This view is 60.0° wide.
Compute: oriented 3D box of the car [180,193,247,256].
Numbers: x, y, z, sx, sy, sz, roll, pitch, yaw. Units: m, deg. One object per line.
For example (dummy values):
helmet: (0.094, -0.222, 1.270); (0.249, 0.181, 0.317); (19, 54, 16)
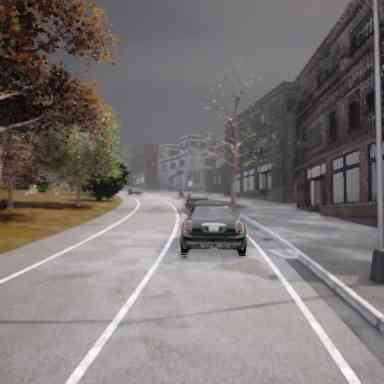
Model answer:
car: (0.722, 1.067, 12.136); (2.097, 1.767, 4.553); (1, 2, 2)

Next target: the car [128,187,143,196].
car: (-9.722, -0.116, 56.723); (1.994, 1.385, 4.181); (2, 1, -19)

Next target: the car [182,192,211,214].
car: (0.287, 0.810, 27.330); (1.837, 1.490, 4.892); (1, 2, -5)
